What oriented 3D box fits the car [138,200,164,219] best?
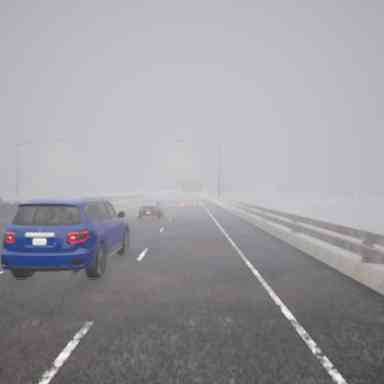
[{"bbox_3d":[-3.393,1.436,28.219,1.812,1.442,4.674,0,0,0],"label":"car"}]

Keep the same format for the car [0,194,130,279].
[{"bbox_3d":[-3.397,1.191,10.096,2.150,2.045,5.566,0,0,0],"label":"car"}]

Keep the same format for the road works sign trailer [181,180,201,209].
[{"bbox_3d":[0.010,0.325,42.263,2.380,3.560,2.880,0,0,0],"label":"road works sign trailer"}]

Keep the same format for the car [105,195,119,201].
[{"bbox_3d":[-17.482,1.291,72.993,1.895,1.301,4.718,0,0,0],"label":"car"}]

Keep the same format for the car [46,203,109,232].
[{"bbox_3d":[-6.894,1.483,20.750,2.033,1.411,5.357,0,0,0],"label":"car"}]

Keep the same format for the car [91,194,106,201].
[{"bbox_3d":[-20.982,1.149,74.829,2.033,1.411,5.357,0,0,0],"label":"car"}]

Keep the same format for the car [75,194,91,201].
[{"bbox_3d":[-24.482,1.204,74.800,1.895,1.301,4.718,0,0,0],"label":"car"}]

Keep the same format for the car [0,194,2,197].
[{"bbox_3d":[-21.083,1.112,33.183,2.150,2.045,5.566,0,0,0],"label":"car"}]
